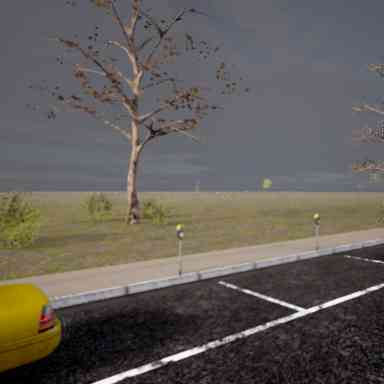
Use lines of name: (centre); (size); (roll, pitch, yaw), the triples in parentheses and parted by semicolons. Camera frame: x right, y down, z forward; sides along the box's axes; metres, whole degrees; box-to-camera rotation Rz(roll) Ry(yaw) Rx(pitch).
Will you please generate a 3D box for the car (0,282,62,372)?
car: (-3.921, 1.533, 3.291); (4.829, 1.417, 1.752); (0, 1, -35)
